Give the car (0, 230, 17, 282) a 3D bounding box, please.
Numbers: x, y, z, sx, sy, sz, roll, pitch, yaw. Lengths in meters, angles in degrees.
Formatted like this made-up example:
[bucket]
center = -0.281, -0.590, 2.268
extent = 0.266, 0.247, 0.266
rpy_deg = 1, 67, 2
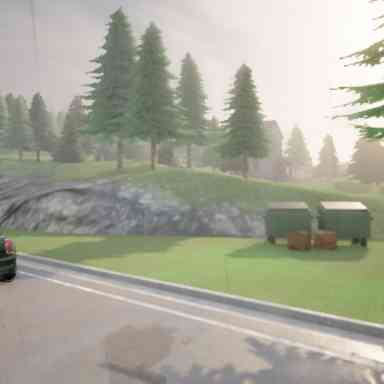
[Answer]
[car]
center = -6.598, 1.398, 8.700
extent = 4.553, 1.767, 2.097
rpy_deg = 0, 0, 36
